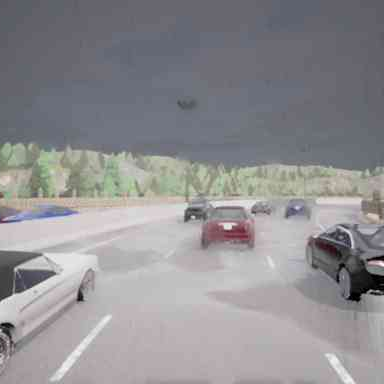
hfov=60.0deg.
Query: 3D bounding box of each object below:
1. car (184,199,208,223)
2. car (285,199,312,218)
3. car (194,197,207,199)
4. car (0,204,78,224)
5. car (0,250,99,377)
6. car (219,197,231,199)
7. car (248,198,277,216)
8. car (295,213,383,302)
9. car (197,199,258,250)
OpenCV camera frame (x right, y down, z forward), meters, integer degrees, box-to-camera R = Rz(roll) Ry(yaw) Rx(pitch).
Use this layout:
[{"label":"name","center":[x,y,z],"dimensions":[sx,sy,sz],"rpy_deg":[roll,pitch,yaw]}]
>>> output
[{"label":"car","center":[0.789,1.544,25.885],"dimensions":[1.837,1.490,4.892],"rpy_deg":[0,0,17]},{"label":"car","center":[9.731,1.415,30.235],"dimensions":[2.097,1.767,4.553],"rpy_deg":[0,0,21]},{"label":"car","center":[1.284,1.714,59.040],"dimensions":[1.837,1.490,4.892],"rpy_deg":[0,0,35]},{"label":"car","center":[-8.426,1.479,18.862],"dimensions":[1.882,1.535,5.008],"rpy_deg":[0,0,12]},{"label":"car","center":[-3.102,1.592,5.325],"dimensions":[1.895,1.301,4.718],"rpy_deg":[0,0,4]},{"label":"car","center":[5.739,1.695,59.297],"dimensions":[1.882,1.535,5.008],"rpy_deg":[0,0,36]},{"label":"car","center":[7.399,1.622,33.945],"dimensions":[2.033,1.411,5.357],"rpy_deg":[0,0,23]},{"label":"car","center":[4.207,1.508,8.197],"dimensions":[2.128,1.511,4.902],"rpy_deg":[0,0,6]},{"label":"car","center":[1.707,1.367,14.732],"dimensions":[2.097,1.767,4.553],"rpy_deg":[0,0,10]}]
